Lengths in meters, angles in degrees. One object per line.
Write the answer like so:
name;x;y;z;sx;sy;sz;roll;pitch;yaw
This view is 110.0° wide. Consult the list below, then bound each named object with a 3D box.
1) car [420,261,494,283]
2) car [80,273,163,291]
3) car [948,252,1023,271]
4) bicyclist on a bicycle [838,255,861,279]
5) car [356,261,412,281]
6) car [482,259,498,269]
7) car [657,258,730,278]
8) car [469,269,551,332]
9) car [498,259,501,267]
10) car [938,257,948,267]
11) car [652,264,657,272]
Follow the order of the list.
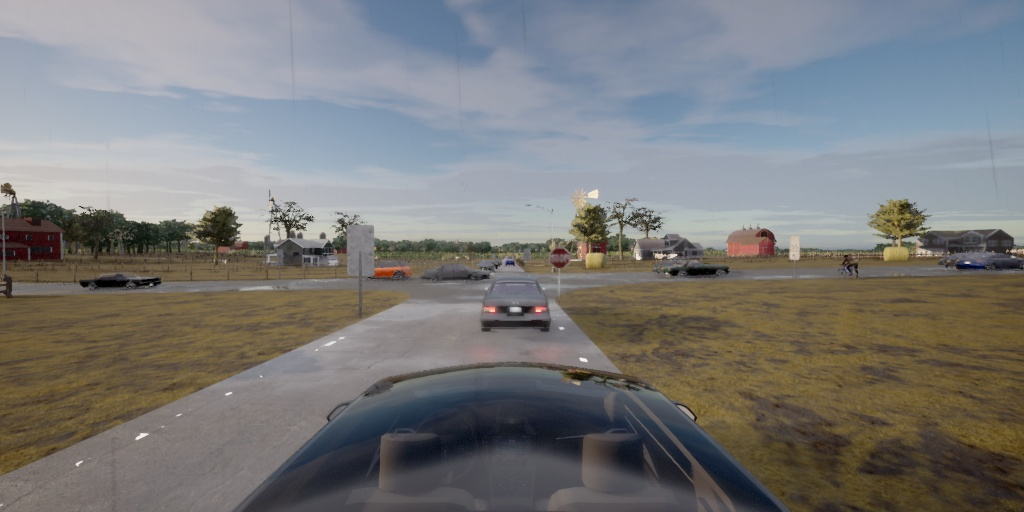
car;-4.371;1.340;28.168;5.357;1.411;2.033;-1;0;0
car;-30.482;1.963;28.082;4.718;1.301;1.895;-1;1;0
car;37.884;0.444;28.245;4.181;1.385;1.994;-1;1;0
bicyclist on a bicycle;22.825;0.745;24.314;0.582;1.620;1.656;-1;0;0
car;-11.328;1.251;31.828;4.553;1.767;2.097;-1;1;0
car;-3.168;1.263;44.262;1.837;1.490;4.892;0;0;3
car;14.368;1.022;28.191;4.718;1.301;1.895;-1;1;0
car;0.100;1.294;10.835;2.033;1.411;5.357;0;0;0
car;-3.093;1.368;54.739;1.895;1.301;4.718;0;0;0
car;40.898;0.302;31.935;4.181;1.385;1.994;-1;1;0
car;14.697;0.903;31.888;4.181;1.385;1.994;-1;1;0
